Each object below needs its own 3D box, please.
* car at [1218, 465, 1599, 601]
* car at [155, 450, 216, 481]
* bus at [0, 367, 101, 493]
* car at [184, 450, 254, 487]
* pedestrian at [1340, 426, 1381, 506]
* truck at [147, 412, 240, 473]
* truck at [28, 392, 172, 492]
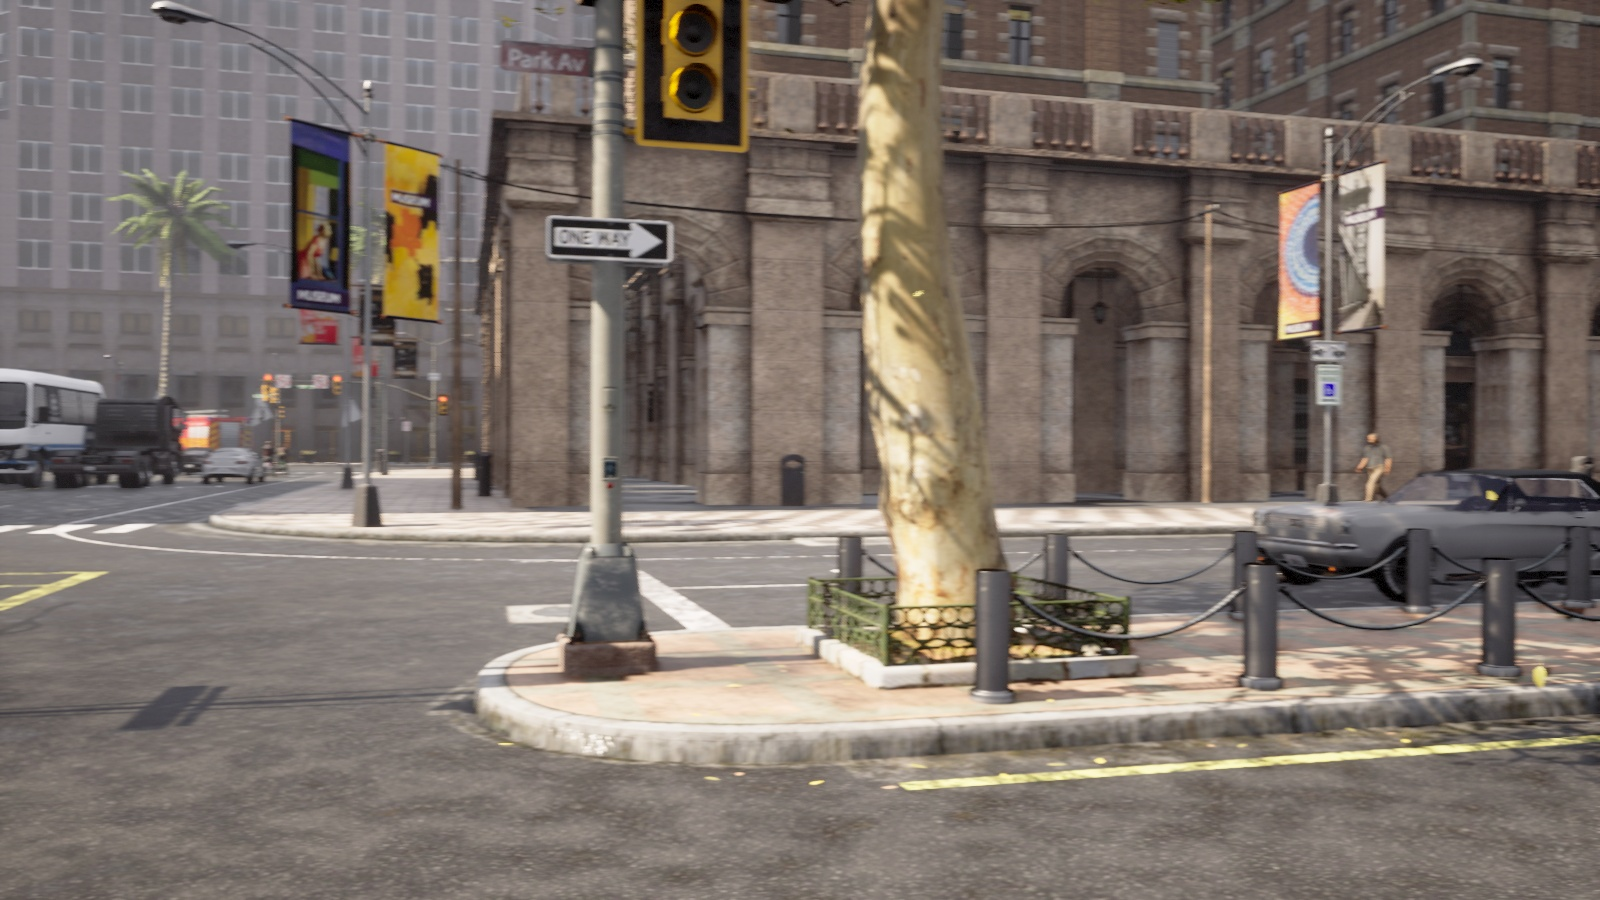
[{"bbox_3d":[7.218,0.831,13.793,4.718,1.301,1.895,0,0,-14],"label":"car"},{"bbox_3d":[-29.844,0.714,61.113,1.812,1.442,4.674,0,0,-15],"label":"car"},{"bbox_3d":[-29.589,-0.675,46.673,3.944,4.253,10.273,0,0,-15],"label":"bus"},{"bbox_3d":[-23.484,0.723,50.931,1.812,1.442,4.674,0,0,-15],"label":"car"},{"bbox_3d":[13.180,0.372,29.534,0.694,1.848,0.540,0,0,-15],"label":"pedestrian"},{"bbox_3d":[-40.000,-0.496,82.636,2.891,3.827,8.468,0,0,-45],"label":"truck"},{"bbox_3d":[-26.144,-0.282,47.335,2.891,3.462,7.936,0,0,-15],"label":"truck"}]
